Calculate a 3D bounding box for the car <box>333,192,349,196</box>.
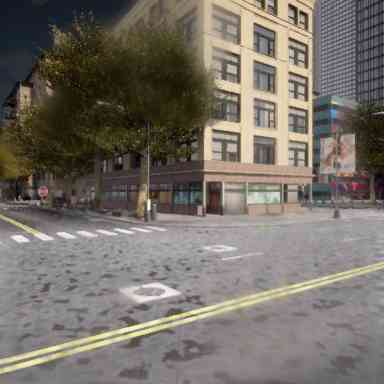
[{"bbox_3d":[37.894,1.317,87.440,2.002,1.452,4.674,0,0,-36],"label":"car"}]
